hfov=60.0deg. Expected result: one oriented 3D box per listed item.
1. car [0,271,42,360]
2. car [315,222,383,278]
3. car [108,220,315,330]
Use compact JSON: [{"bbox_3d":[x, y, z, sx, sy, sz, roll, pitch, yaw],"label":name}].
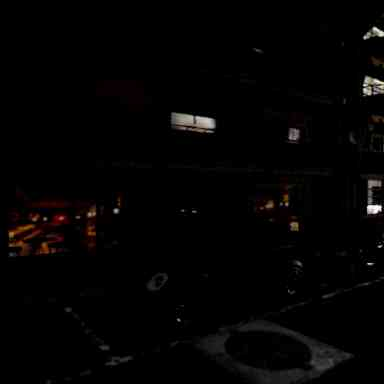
[{"bbox_3d":[-4.113,1.546,3.633,4.507,1.381,1.887,0,0,-35],"label":"car"},{"bbox_3d":[4.888,1.579,10.051,4.206,1.307,1.802,0,0,-35],"label":"car"},{"bbox_3d":[0.388,1.439,6.843,4.097,1.590,1.967,0,0,-35],"label":"car"}]
